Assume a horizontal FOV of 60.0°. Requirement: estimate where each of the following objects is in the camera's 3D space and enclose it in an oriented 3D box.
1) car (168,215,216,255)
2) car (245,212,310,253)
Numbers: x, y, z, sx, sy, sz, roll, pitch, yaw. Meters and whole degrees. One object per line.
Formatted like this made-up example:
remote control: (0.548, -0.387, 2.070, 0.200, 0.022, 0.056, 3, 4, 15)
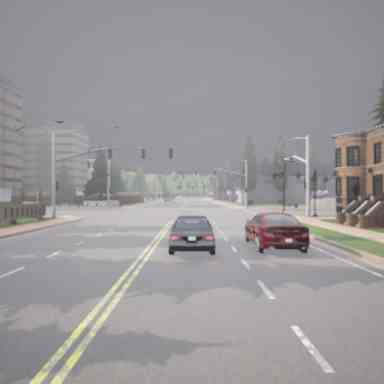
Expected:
car: (0.002, 1.677, 13.977, 2.033, 1.411, 5.357, 0, 0, 0)
car: (3.507, 1.612, 14.467, 1.882, 1.535, 5.008, 0, 0, 0)
